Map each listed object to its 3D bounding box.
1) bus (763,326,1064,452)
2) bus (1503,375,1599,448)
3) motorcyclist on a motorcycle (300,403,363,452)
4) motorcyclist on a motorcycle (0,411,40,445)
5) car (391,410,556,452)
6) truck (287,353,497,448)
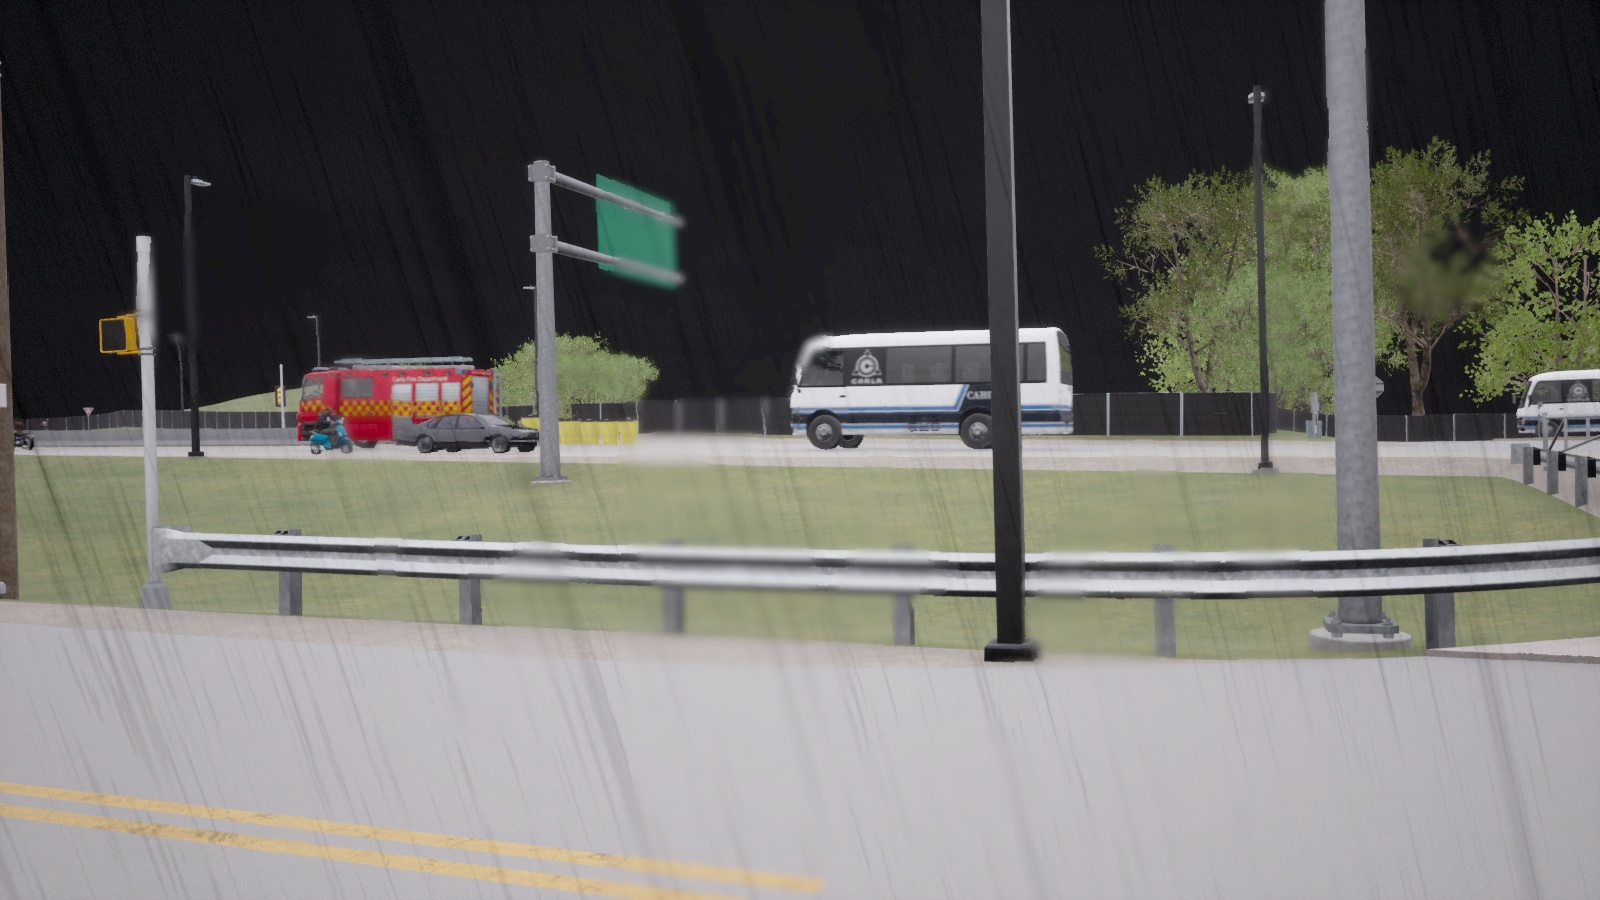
[{"bbox_3d":[4.145,-2.109,45.808,10.273,4.253,3.944,0,1,20],"label":"bus"},{"bbox_3d":[48.424,-2.364,75.786,10.273,4.253,3.944,-1,1,27],"label":"bus"},{"bbox_3d":[-15.520,-0.736,41.624,1.817,1.590,0.866,0,1,19],"label":"motorcyclist on a motorcycle"},{"bbox_3d":[-37.948,-1.055,60.646,2.350,1.649,0.766,0,1,19],"label":"motorcyclist on a motorcycle"},{"bbox_3d":[-11.411,-0.672,43.890,5.357,1.411,2.033,0,1,19],"label":"car"},{"bbox_3d":[-17.335,-2.033,53.376,8.468,3.827,2.891,0,1,19],"label":"truck"}]
